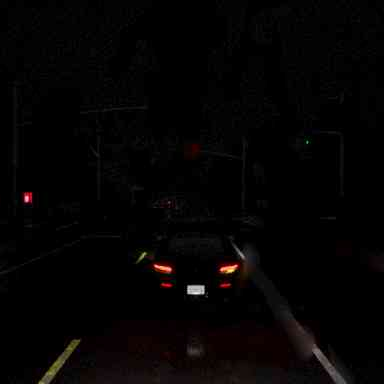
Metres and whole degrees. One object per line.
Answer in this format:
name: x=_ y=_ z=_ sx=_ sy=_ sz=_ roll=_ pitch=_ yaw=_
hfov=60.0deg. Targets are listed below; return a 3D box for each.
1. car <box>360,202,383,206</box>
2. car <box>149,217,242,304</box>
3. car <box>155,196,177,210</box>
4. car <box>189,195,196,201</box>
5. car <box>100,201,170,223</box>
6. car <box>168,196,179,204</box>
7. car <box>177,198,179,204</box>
car: x=15.583 y=1.528 z=28.601 sx=5.357 sy=1.411 sz=2.033 roll=0 pitch=0 yaw=-6
car: x=0.085 y=1.526 z=8.048 sx=1.812 sy=1.442 sz=4.674 roll=0 pitch=0 yaw=0
car: x=-3.527 y=1.352 z=42.348 sx=2.097 sy=1.767 sz=4.553 roll=0 pitch=0 yaw=2
car: x=0.123 y=1.525 z=80.842 sx=2.128 sy=1.511 sz=4.902 roll=0 pitch=0 yaw=0
car: x=-4.443 y=1.604 z=25.250 sx=4.718 sy=1.301 sz=1.895 roll=0 pitch=0 yaw=-28
car: x=-3.469 y=1.526 z=62.259 sx=1.812 sy=1.442 sz=4.674 roll=0 pitch=0 yaw=1
car: x=-3.513 y=1.526 z=52.181 sx=1.812 sy=1.442 sz=4.674 roll=0 pitch=0 yaw=0
